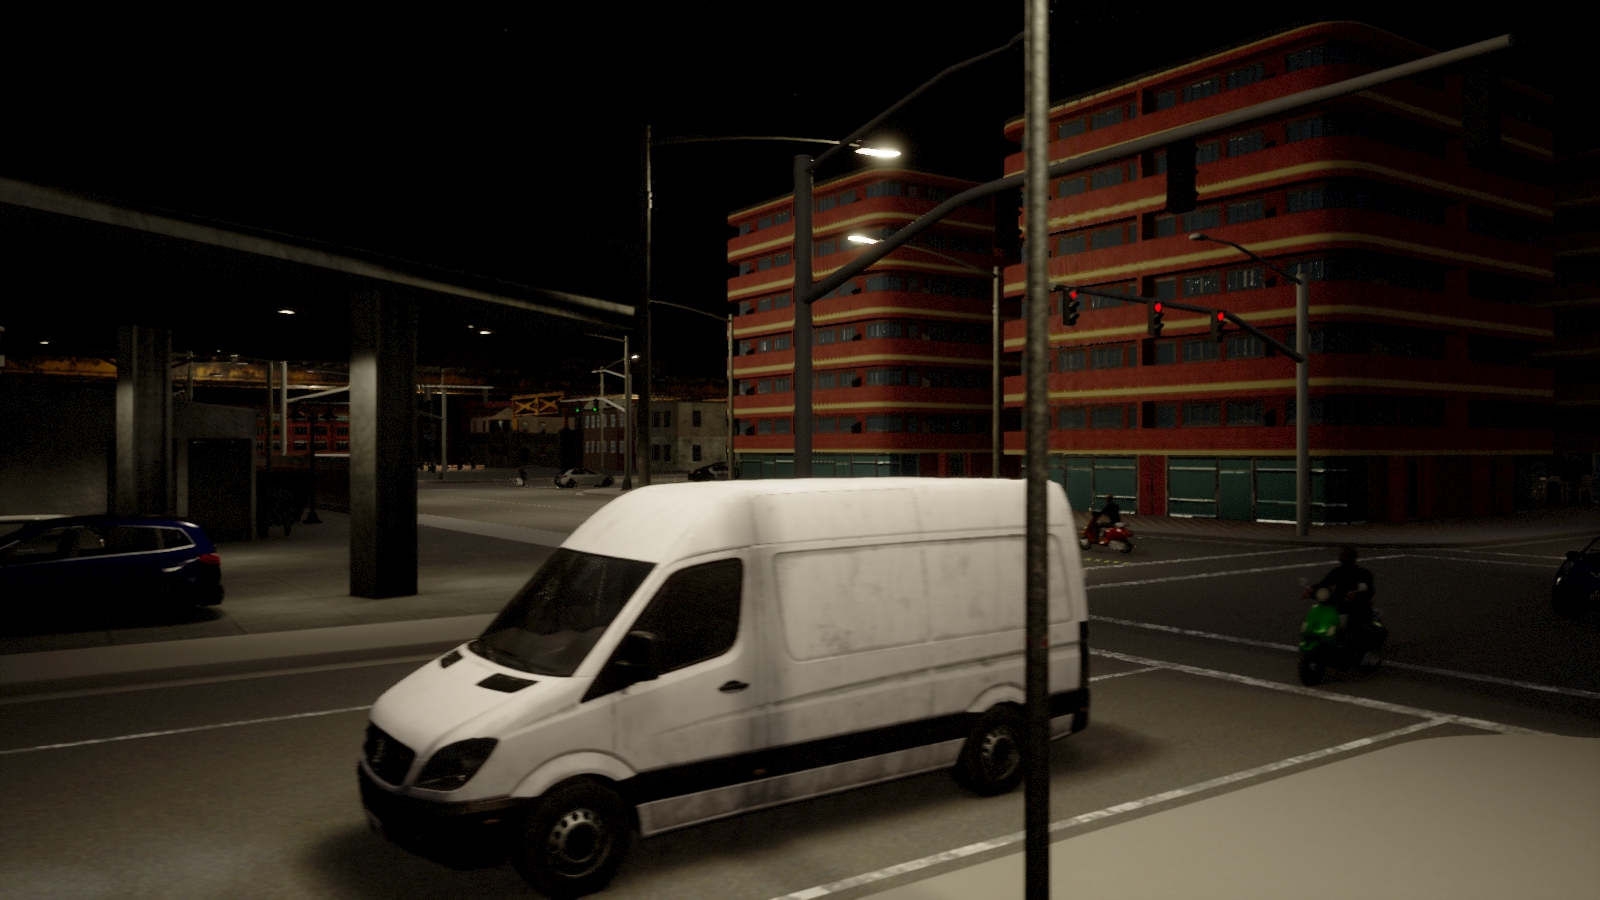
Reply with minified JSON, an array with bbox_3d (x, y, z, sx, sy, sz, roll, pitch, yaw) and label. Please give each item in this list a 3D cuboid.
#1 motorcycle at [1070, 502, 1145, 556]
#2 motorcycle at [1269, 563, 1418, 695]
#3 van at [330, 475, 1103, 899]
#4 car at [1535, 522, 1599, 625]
[{"bbox_3d":[8.323,2.126,30.996,0.856,1.341,1.805,1,-1,-38],"label":"motorcycle"},{"bbox_3d":[6.628,2.127,13.914,1.805,1.341,0.856,0,0,-35],"label":"motorcycle"},{"bbox_3d":[-0.360,1.533,9.041,5.915,2.561,1.988,0,0,-35],"label":"van"},{"bbox_3d":[14.211,2.034,19.240,3.633,1.501,1.845,0,0,-35],"label":"car"}]
